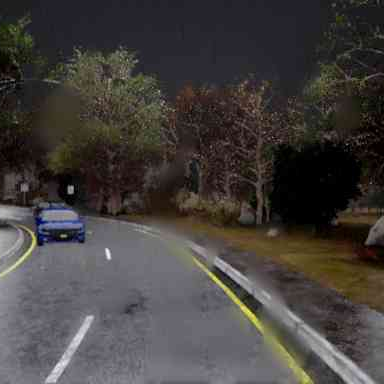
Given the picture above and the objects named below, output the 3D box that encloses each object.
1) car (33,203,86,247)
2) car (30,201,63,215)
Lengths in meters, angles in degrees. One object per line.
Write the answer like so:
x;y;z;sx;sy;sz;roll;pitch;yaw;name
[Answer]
-6.160;1.470;15.411;1.882;1.535;5.008;1;0;-26;car
-12.155;1.465;28.755;5.357;1.411;2.033;1;1;45;car
